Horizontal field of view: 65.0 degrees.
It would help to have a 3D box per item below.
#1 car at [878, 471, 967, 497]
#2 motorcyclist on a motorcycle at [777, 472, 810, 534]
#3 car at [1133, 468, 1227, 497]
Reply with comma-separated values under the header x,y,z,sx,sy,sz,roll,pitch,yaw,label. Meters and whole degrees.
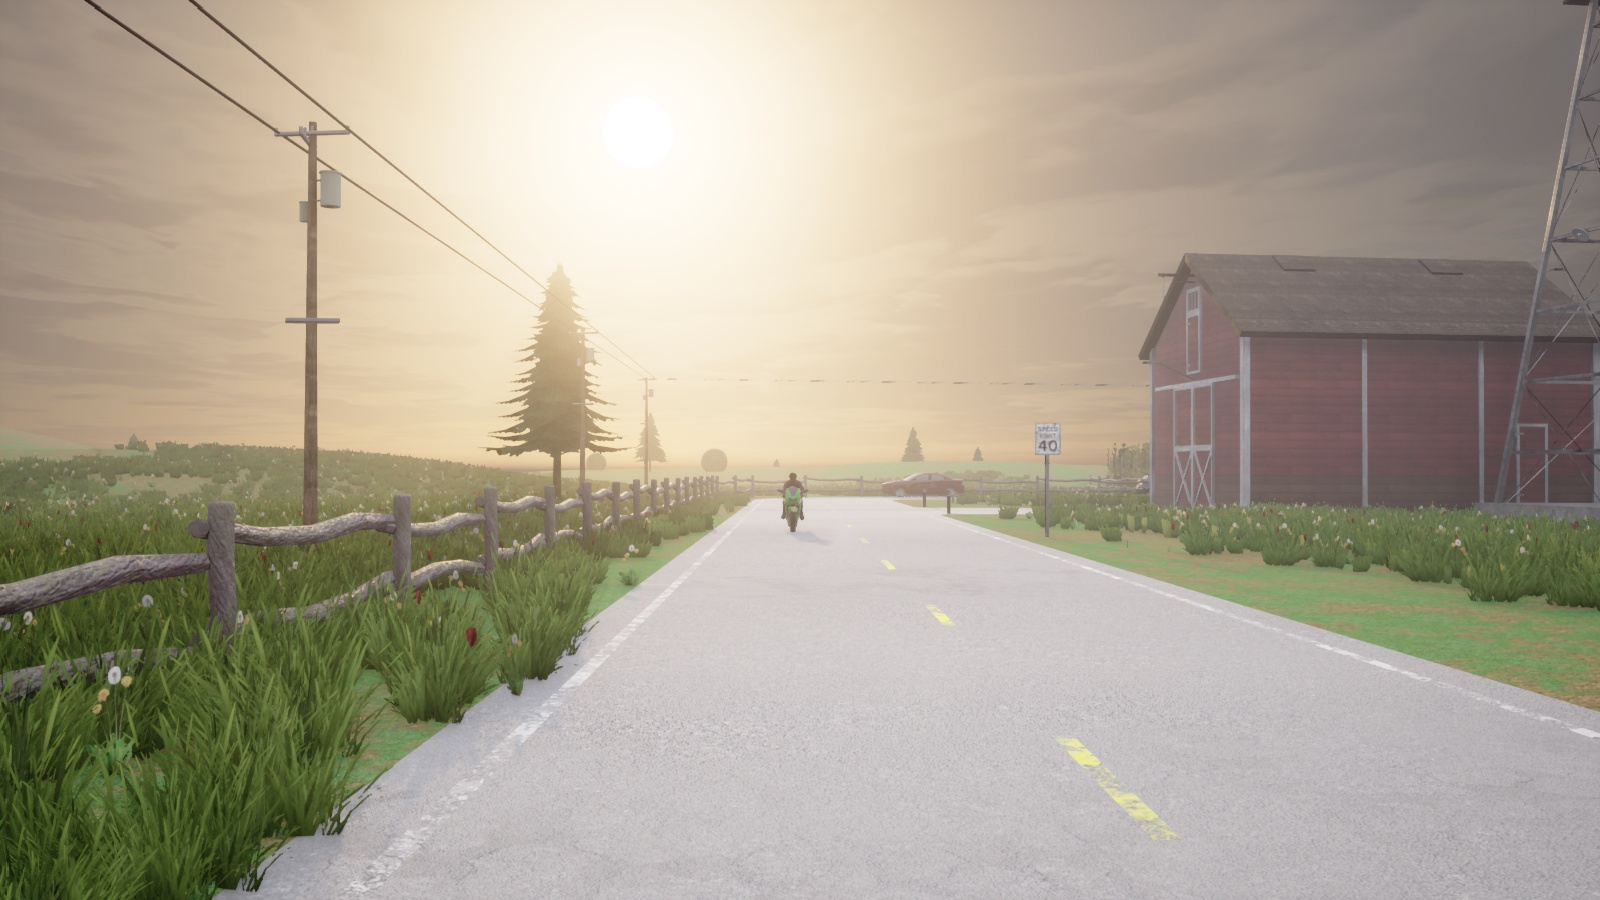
x,y,z,sx,sy,sz,roll,pitch,yaw,label
7.315,2.023,75.210,5.008,1.535,1.882,0,-1,-7,car
-0.169,1.332,31.943,0.797,1.523,2.044,0,-1,0,motorcyclist on a motorcycle
22.217,1.888,73.554,4.856,1.649,2.033,0,-1,-6,car
